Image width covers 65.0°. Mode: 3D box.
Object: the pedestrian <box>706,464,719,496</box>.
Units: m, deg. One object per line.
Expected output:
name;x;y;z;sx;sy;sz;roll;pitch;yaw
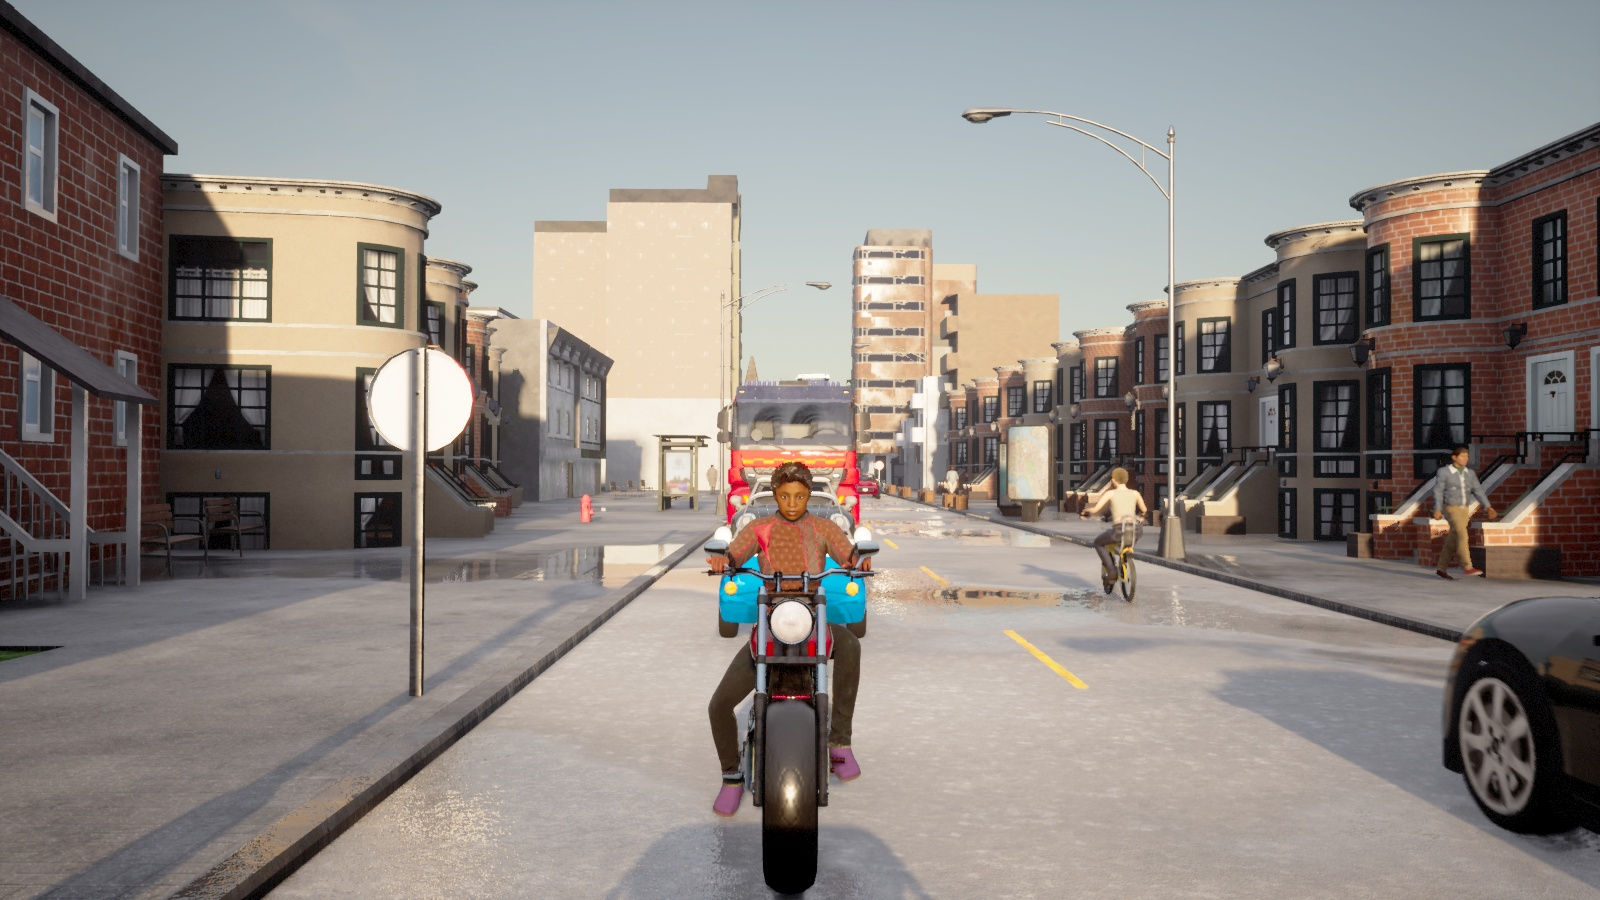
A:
pedestrian;-5.271;1.811;75.586;0.659;1.952;0.873;0;-1;-10

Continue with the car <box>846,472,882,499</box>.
car;3.663;2.027;72.468;1.816;1.474;4.193;0;-1;0

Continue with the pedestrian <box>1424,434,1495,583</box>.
pedestrian;8.883;0.772;16.932;0.423;1.949;0.788;0;-1;-11

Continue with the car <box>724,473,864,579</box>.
car;-0.096;1.109;19.632;1.970;1.475;3.806;0;-1;0

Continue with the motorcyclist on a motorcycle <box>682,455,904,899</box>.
motorcyclist on a motorcycle;-0.031;0.858;5.541;0.766;1.649;2.350;0;-1;0

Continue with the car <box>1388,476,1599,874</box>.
car;3.973;0.838;4.444;1.970;1.475;3.806;0;-1;0

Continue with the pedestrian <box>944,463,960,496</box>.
pedestrian;8.759;1.699;72.227;0.874;1.855;0.900;0;-1;5

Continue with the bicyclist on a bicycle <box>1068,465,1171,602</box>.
bicyclist on a bicycle;3.928;0.996;15.561;0.866;1.612;1.509;0;-1;-1

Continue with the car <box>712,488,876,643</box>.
car;-0.062;1.078;12.451;1.481;1.376;2.207;0;-1;0

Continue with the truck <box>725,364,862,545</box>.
truck;-0.150;0.167;30.826;2.891;3.827;8.468;0;-1;0
